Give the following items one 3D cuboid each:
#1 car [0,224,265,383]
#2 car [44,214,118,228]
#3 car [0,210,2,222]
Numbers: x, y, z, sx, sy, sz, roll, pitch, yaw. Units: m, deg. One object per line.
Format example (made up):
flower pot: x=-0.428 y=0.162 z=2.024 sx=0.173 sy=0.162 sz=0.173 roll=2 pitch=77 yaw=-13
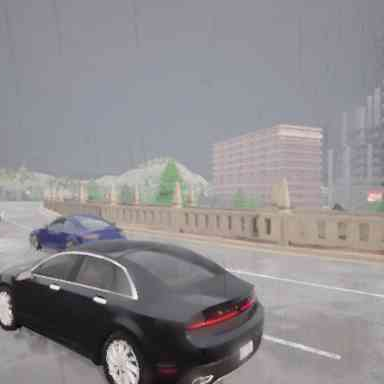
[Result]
car: x=-1.309 y=1.516 z=5.208 sx=4.892 sy=1.490 sz=1.837 roll=0 pitch=0 yaw=38
car: x=-4.309 y=1.545 z=12.398 sx=4.674 sy=1.442 sz=1.812 roll=0 pitch=0 yaw=43
car: x=-16.066 y=1.536 z=25.936 sx=1.812 sy=1.442 sz=4.674 roll=0 pitch=0 yaw=-35
